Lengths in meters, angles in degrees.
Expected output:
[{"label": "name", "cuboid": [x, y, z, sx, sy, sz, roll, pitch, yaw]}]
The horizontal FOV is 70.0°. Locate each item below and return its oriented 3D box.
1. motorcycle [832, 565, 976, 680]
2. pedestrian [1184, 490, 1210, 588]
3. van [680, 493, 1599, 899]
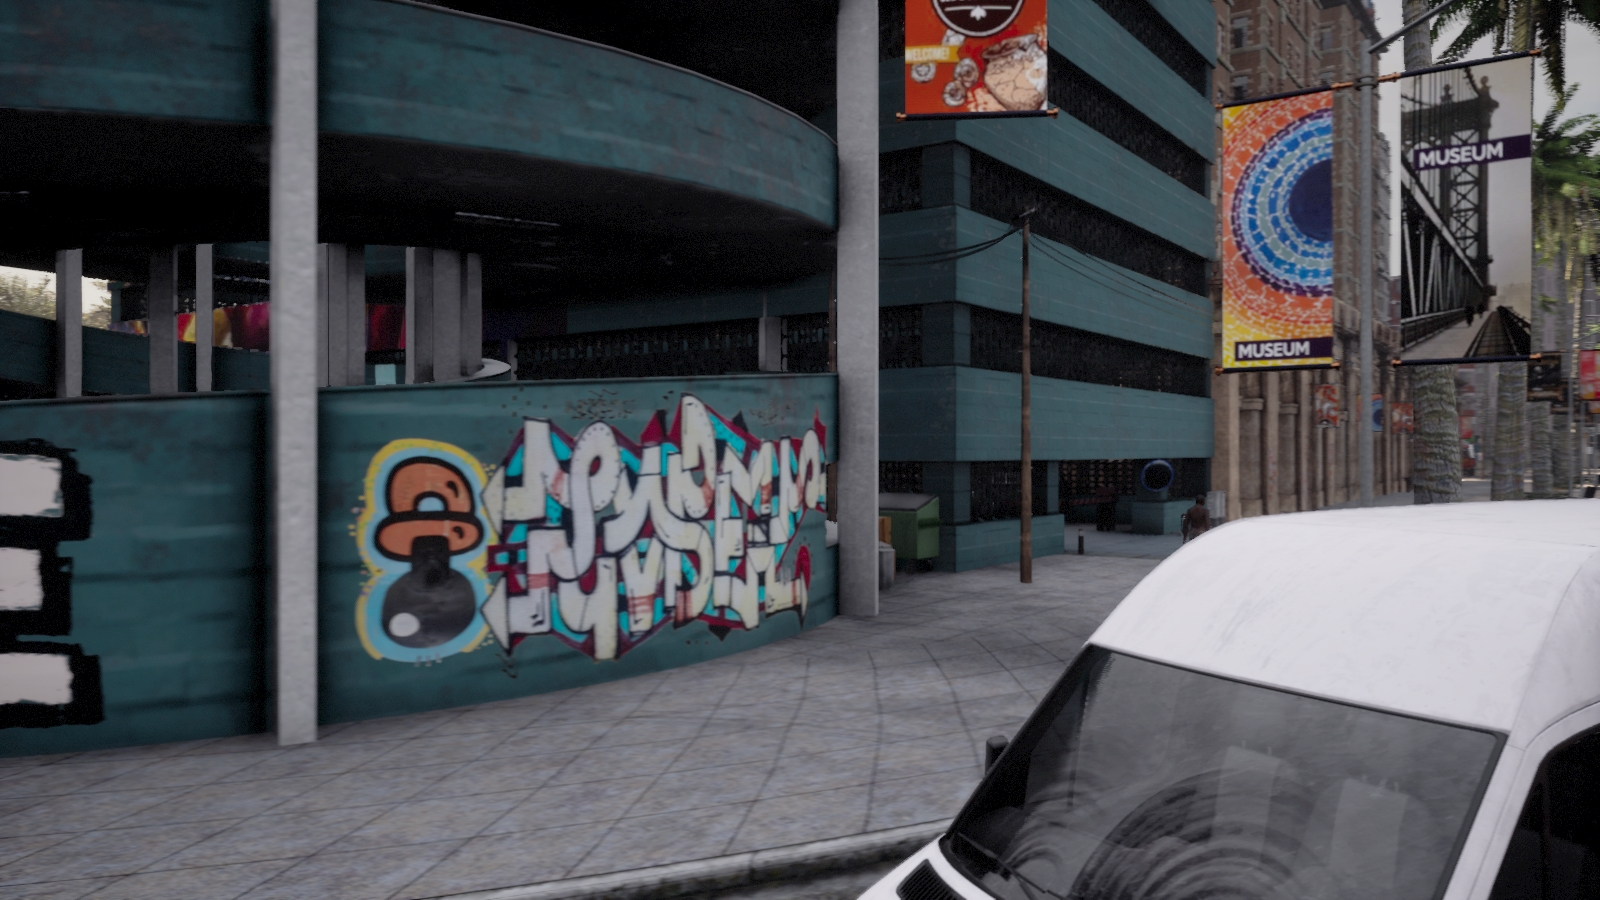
[{"label": "motorcycle", "cuboid": [1.369, 2.197, 14.871, 1.805, 1.236, 0.856, 0, -2, -42]}, {"label": "pedestrian", "cuboid": [7.718, 1.716, 22.197, 0.375, 1.860, 0.375, 0, 0, 38]}, {"label": "van", "cuboid": [2.659, 1.538, 4.462, 5.915, 2.561, 1.988, 0, 0, -29]}]
